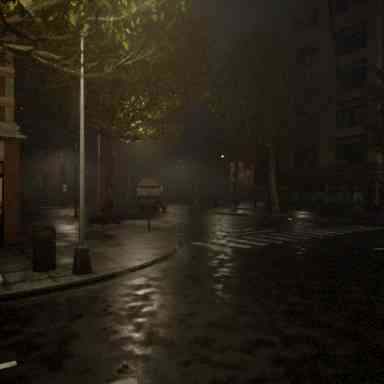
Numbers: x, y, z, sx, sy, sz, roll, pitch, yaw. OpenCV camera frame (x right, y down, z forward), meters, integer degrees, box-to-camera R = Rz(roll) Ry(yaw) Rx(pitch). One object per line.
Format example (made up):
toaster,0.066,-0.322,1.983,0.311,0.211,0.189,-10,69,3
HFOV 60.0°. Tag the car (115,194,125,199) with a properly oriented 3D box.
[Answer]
car,-18.989,1.319,84.204,4.674,1.452,2.002,0,0,-36

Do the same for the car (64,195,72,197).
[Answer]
car,-26.530,1.413,73.769,4.786,1.482,2.161,0,0,-36

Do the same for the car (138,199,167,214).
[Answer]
car,-4.323,1.506,35.863,1.837,1.490,4.892,0,1,-29
